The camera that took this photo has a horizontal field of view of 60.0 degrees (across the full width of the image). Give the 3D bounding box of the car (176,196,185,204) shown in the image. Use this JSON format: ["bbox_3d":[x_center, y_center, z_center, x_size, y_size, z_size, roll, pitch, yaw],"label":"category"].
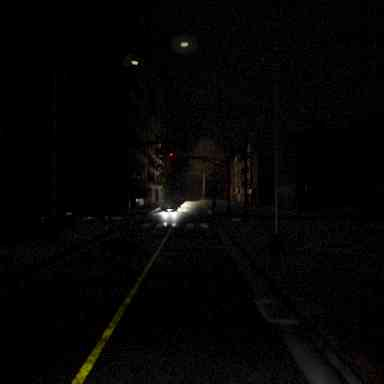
[{"bbox_3d":[-2.486,1.697,71.857,1.837,1.490,4.892,0,0,0],"label":"car"}]

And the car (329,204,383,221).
[{"bbox_3d":[13.991,1.689,27.558,4.829,1.417,1.752,0,-1,0],"label":"car"}]

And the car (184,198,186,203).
[{"bbox_3d":[-2.588,1.734,61.772,1.994,1.385,4.181,0,0,1],"label":"car"}]

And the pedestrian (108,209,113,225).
[{"bbox_3d":[-5.225,1.595,21.455,0.500,1.100,0.500,0,-1,0],"label":"pedestrian"}]

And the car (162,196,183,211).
[{"bbox_3d":[-2.690,1.614,42.506,2.128,1.511,4.902,0,0,0],"label":"car"}]
